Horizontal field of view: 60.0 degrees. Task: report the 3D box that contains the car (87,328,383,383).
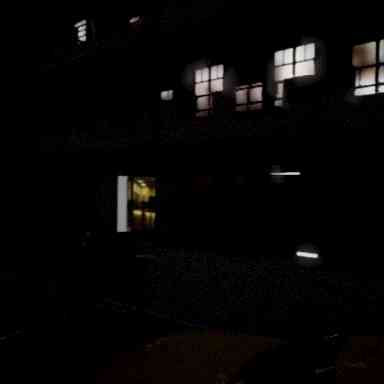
[{"bbox_3d":[1.254,1.526,1.967,4.829,1.417,1.752,1,1,36],"label":"car"}]
